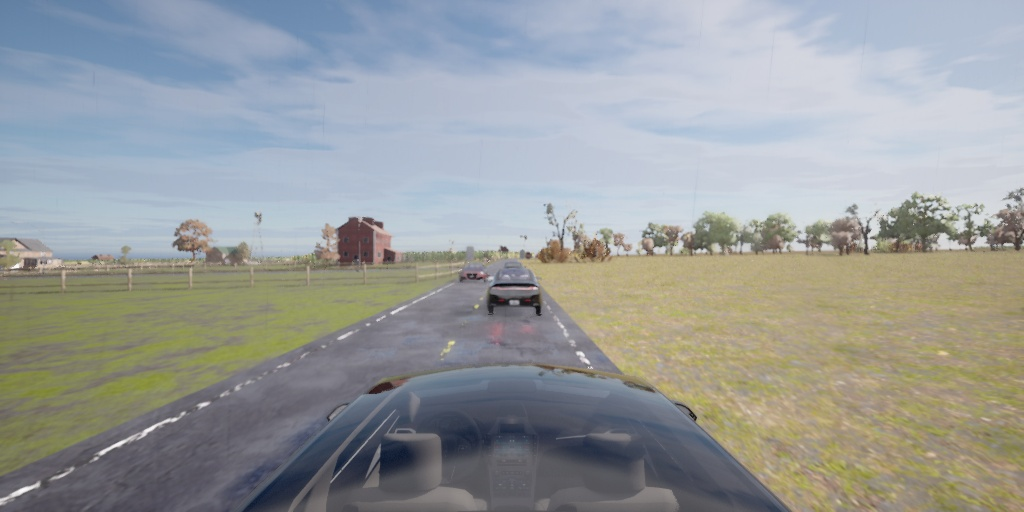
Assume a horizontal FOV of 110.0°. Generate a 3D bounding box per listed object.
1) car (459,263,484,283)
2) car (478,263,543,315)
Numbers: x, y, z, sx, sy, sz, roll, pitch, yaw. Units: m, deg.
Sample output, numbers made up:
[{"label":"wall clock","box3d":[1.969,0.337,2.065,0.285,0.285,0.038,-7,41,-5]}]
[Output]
[{"label":"car","box3d":[-2.837,1.241,27.348,1.994,1.385,4.181,0,0,0]},{"label":"car","box3d":[0.091,1.209,13.483,2.128,1.511,4.902,0,0,0]}]
